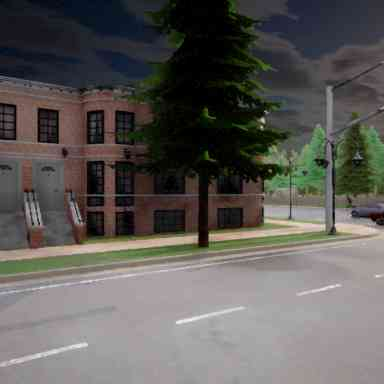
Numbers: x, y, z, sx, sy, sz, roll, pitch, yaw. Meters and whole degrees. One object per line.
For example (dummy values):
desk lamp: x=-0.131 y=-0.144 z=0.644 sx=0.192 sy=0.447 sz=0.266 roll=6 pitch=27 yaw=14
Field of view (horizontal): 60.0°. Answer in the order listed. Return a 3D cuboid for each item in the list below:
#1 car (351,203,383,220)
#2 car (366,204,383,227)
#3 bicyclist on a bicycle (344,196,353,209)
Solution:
car: x=14.862 y=1.563 z=26.360 sx=1.994 sy=1.385 sz=4.181 roll=0 pitch=0 yaw=-31
car: x=13.240 y=1.600 z=20.162 sx=1.895 sy=1.301 sz=4.718 roll=0 pitch=0 yaw=-12
bicyclist on a bicycle: x=19.144 y=1.299 z=40.639 sx=1.656 sy=1.620 sz=0.582 roll=0 pitch=0 yaw=-31
